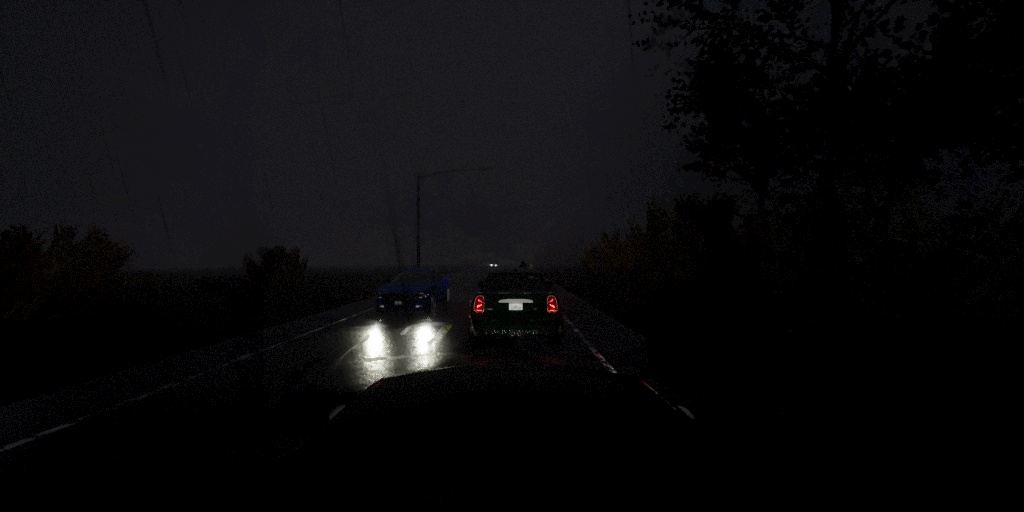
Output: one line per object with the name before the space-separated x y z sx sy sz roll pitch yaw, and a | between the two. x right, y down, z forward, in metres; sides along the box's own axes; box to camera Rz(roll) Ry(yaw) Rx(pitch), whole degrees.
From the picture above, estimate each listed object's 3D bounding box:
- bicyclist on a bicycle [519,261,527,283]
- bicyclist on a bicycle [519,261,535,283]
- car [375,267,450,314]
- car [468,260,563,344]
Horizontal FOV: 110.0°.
bicyclist on a bicycle | 0.843 1.193 27.235 0.582 1.620 1.656 0 0 0
bicyclist on a bicycle | 0.905 1.181 17.119 0.866 1.612 1.509 0 0 0
car | -3.644 1.223 13.933 1.882 1.535 5.008 0 0 0
car | 0.073 1.099 9.775 2.097 1.767 4.553 0 0 0
